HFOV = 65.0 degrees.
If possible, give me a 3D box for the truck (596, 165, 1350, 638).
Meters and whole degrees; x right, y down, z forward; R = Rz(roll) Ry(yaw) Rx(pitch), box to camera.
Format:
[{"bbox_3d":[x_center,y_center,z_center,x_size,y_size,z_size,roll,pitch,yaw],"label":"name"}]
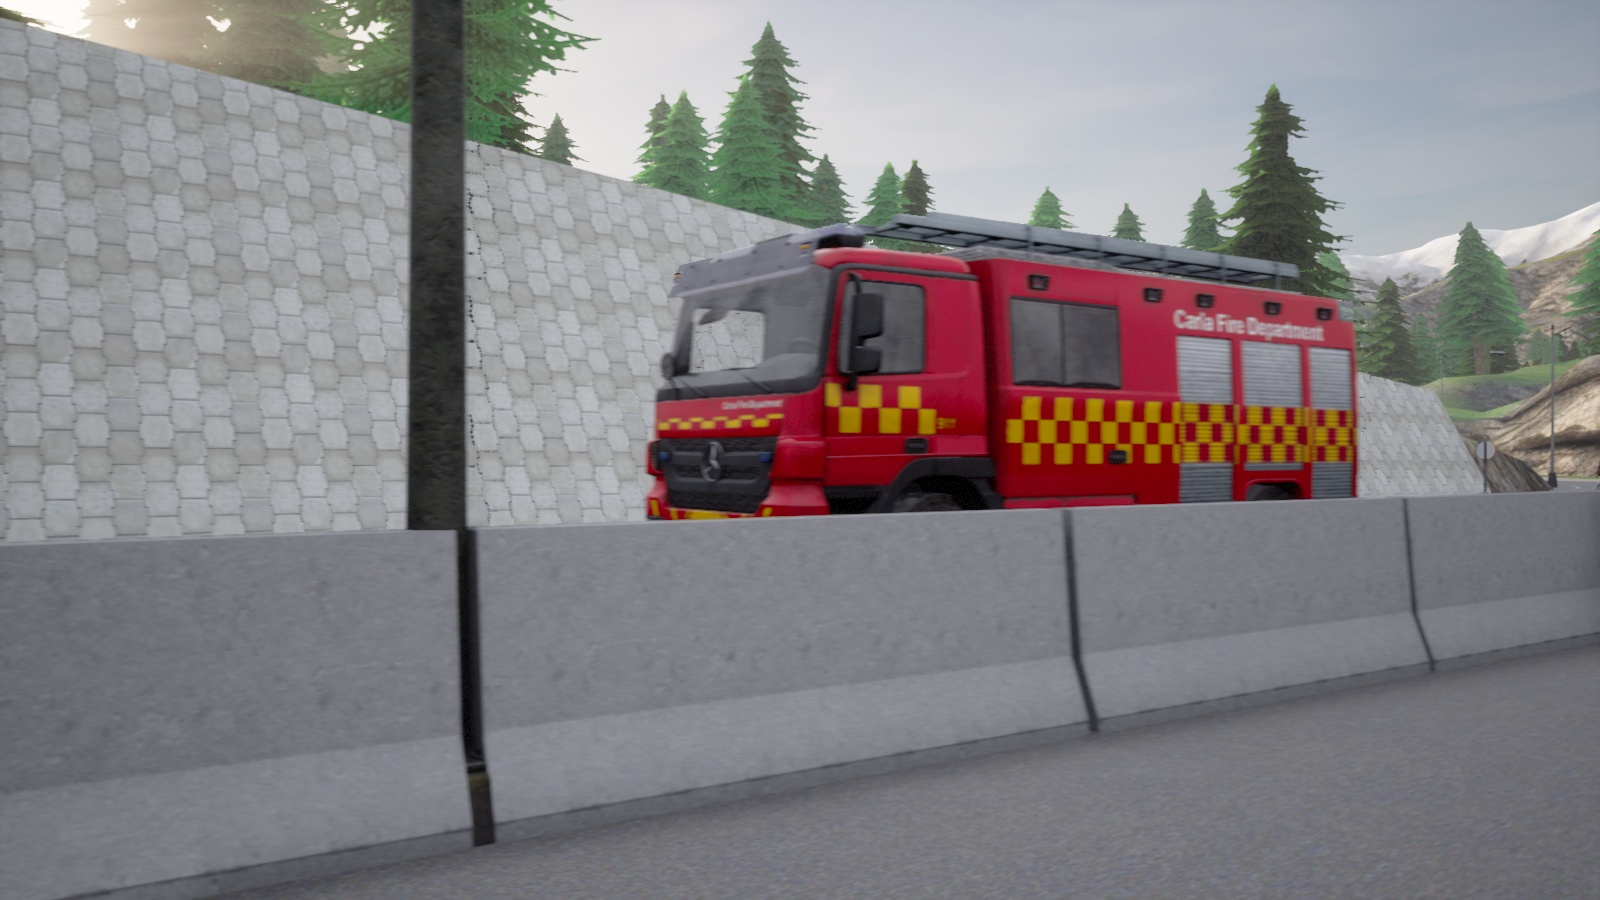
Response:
[{"bbox_3d":[2.267,-0.391,13.770,8.468,3.827,2.891,0,0,-35],"label":"truck"}]
